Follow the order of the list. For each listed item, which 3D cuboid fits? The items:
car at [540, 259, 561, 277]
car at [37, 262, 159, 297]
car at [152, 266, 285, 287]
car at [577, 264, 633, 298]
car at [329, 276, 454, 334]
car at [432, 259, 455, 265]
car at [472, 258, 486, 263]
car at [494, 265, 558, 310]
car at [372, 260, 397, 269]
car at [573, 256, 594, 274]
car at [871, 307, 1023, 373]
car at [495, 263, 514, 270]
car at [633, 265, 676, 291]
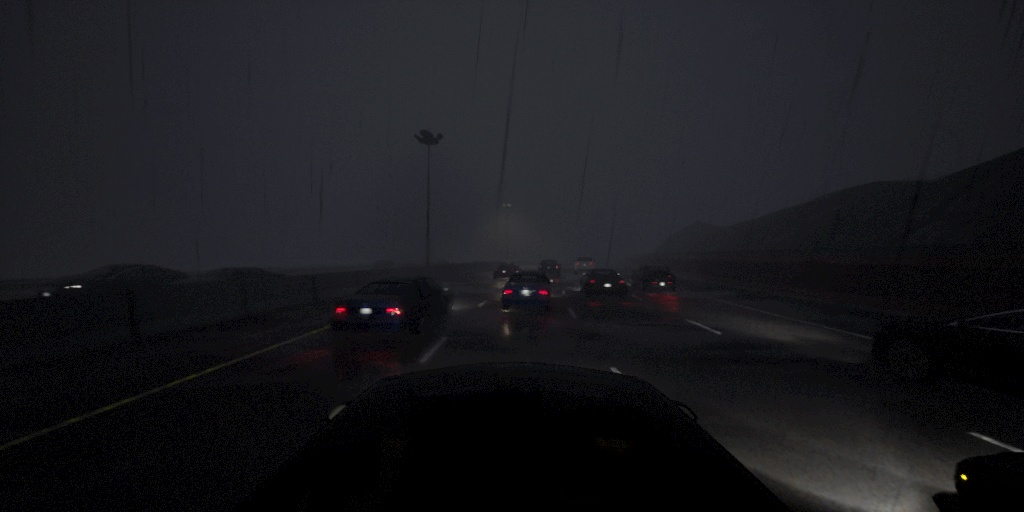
[{"bbox_3d":[3.812,1.107,35.916,2.097,1.767,4.553,0,0,9],"label":"car"},{"bbox_3d":[-16.936,1.149,15.632,2.128,1.511,4.902,0,0,5],"label":"car"},{"bbox_3d":[-13.328,1.223,17.192,2.033,1.411,5.357,0,0,6],"label":"car"},{"bbox_3d":[4.664,1.331,18.619,1.994,1.385,4.181,0,0,7],"label":"car"},{"bbox_3d":[-3.115,1.278,10.512,2.033,1.411,5.357,0,0,3],"label":"car"},{"bbox_3d":[-10.582,1.274,56.433,1.895,1.301,4.718,0,0,10],"label":"car"},{"bbox_3d":[-5.799,1.190,63.264,2.128,1.511,4.902,0,0,10],"label":"car"},{"bbox_3d":[0.700,1.295,14.744,2.033,1.411,5.357,0,0,5],"label":"car"},{"bbox_3d":[-18.457,1.198,52.014,1.994,1.385,4.181,0,0,10],"label":"car"},{"bbox_3d":[8.251,0.997,41.131,2.150,2.045,5.566,0,0,10],"label":"car"},{"bbox_3d":[7.202,1.277,4.240,2.128,1.511,4.902,0,0,0],"label":"car"},{"bbox_3d":[-0.344,1.299,32.319,1.994,1.385,4.181,0,0,9],"label":"car"},{"bbox_3d":[8.664,1.290,22.218,1.837,1.490,4.892,0,0,8],"label":"car"}]
